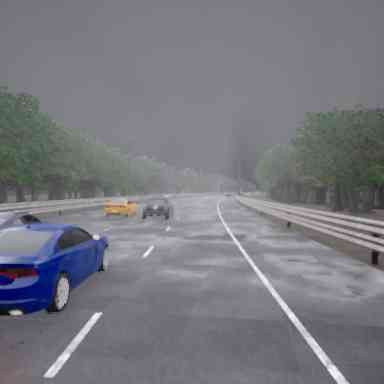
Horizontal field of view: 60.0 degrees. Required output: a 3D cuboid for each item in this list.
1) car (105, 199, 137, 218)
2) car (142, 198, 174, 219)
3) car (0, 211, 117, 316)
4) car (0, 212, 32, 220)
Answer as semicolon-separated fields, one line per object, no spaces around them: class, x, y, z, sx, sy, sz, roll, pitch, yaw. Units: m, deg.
car;-6.139;1.356;29.240;1.882;1.535;5.008;0;0;3
car;-2.712;1.240;27.539;2.097;1.767;4.553;0;0;2
car;-3.316;1.447;7.605;1.882;1.535;5.008;0;0;1
car;-6.728;1.472;12.474;1.812;1.442;4.674;0;0;1
